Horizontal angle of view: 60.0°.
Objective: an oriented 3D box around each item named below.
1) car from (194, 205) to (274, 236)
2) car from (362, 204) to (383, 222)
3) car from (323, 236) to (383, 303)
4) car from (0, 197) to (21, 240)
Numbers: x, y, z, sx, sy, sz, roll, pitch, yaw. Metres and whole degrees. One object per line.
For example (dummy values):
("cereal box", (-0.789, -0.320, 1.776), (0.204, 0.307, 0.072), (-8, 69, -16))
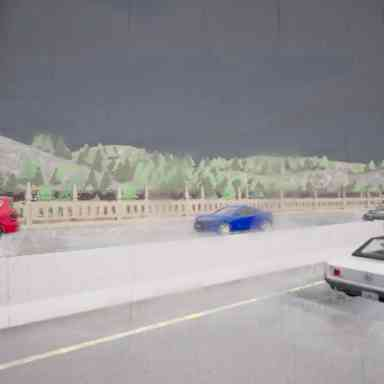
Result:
("car", (2.412, 1.502, 18.595), (5.008, 1.535, 1.882), (0, 0, -35))
("car", (13.147, 1.562, 21.934), (4.892, 1.490, 1.837), (0, 0, -35))
("car", (5.054, 1.617, 7.349), (4.718, 1.301, 1.895), (0, 0, -36))
("car", (-10.271, 1.219, 13.864), (5.566, 2.045, 2.150), (0, 0, -35))
